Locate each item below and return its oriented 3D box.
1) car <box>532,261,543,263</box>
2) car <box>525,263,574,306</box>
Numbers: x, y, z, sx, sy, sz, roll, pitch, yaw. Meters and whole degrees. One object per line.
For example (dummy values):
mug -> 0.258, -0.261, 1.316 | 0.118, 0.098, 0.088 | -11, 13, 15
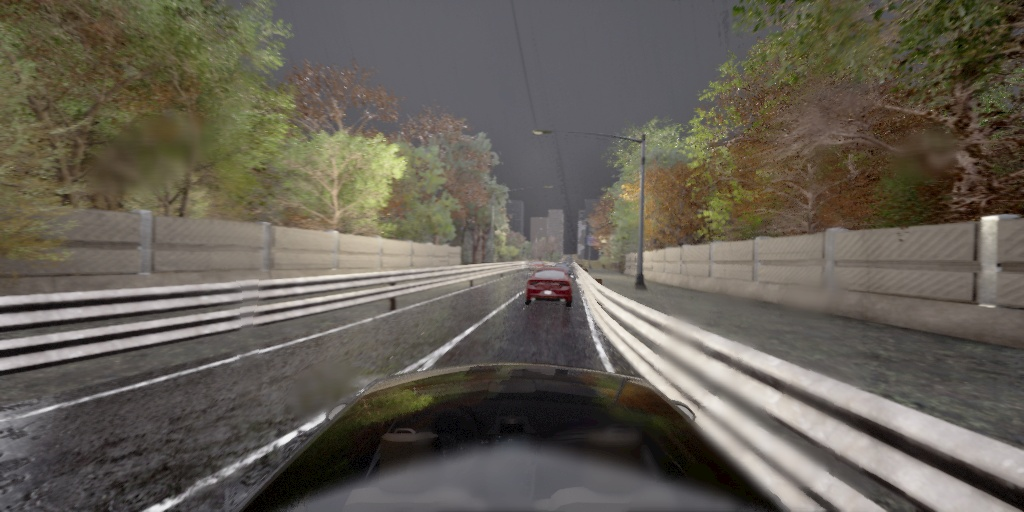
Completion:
car -> 3.419, 1.387, 48.006 | 1.812, 1.442, 4.674 | 1, 0, 10
car -> 1.766, 1.267, 16.325 | 1.882, 1.535, 5.008 | 1, 0, 9
